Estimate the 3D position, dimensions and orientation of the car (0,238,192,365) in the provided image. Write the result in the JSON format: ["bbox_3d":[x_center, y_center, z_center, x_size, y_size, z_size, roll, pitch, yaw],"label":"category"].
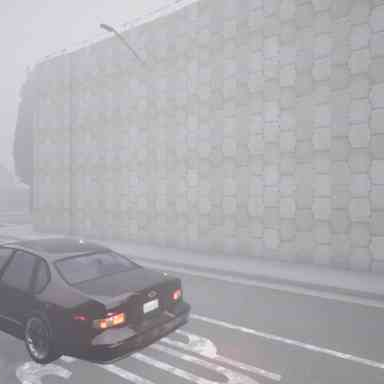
[{"bbox_3d":[-2.592,1.547,5.825,5.357,1.411,2.033,0,0,35],"label":"car"}]
